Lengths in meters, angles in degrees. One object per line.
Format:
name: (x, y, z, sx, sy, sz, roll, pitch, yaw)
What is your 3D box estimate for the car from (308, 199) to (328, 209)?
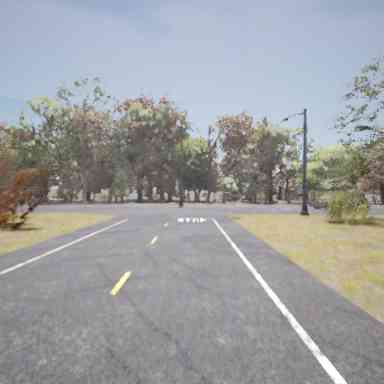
car: (18.497, 1.641, 44.671, 5.357, 1.411, 2.033, 0, 0, 0)
